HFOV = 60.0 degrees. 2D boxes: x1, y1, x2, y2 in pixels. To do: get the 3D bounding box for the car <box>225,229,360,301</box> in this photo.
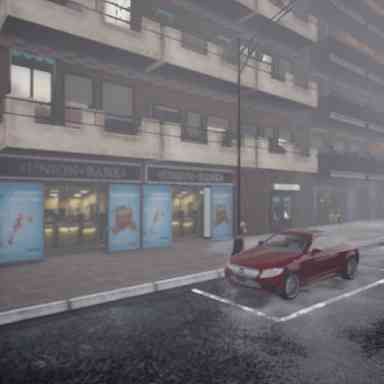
[{"bbox_3d":[2.715,1.629,8.472,4.206,1.307,1.802,0,0,-38],"label":"car"}]
